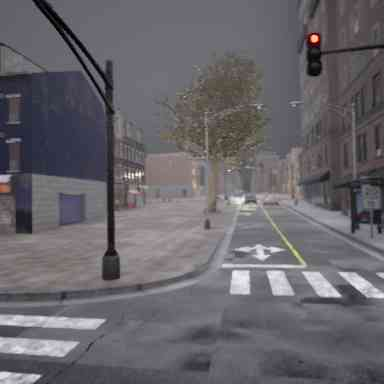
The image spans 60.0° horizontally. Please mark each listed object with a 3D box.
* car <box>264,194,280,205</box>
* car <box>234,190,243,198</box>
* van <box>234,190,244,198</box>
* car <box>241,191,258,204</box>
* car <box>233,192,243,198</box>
[{"bbox_3d":[11.292,1.044,47.566,1.812,1.442,4.674,-1,2,10],"label":"car"},{"bbox_3d":[11.617,0.412,82.775,2.192,1.841,5.009,1,1,9],"label":"car"},{"bbox_3d":[10.273,0.515,74.580,1.690,1.788,3.998,1,1,9],"label":"van"},{"bbox_3d":[9.001,1.014,50.841,2.033,1.411,5.357,-1,2,9],"label":"car"},{"bbox_3d":[10.808,0.694,77.859,2.008,1.369,4.403,1,1,9],"label":"car"}]
